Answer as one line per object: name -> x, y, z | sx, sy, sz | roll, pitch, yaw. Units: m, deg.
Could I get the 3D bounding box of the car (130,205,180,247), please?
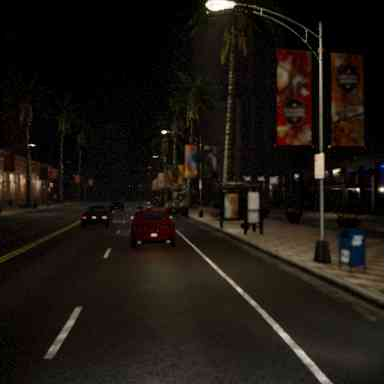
car -> -1.884, 1.585, 15.750 | 1.882, 1.535, 5.008 | 0, 0, -8

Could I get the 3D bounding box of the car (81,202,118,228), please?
car -> -6.685, 1.716, 23.839 | 2.033, 1.411, 5.357 | 0, 0, -9

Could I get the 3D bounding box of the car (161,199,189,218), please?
car -> -1.487, 1.697, 32.355 | 2.231, 1.521, 4.892 | 0, 0, -9

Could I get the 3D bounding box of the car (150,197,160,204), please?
car -> -9.335, 2.076, 83.055 | 2.161, 1.482, 4.786 | 0, 0, -9

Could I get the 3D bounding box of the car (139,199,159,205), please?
car -> -4.770, 1.780, 33.957 | 2.033, 1.411, 5.357 | 0, 0, -9

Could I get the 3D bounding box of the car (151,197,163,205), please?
car -> -6.150, 1.769, 61.357 | 2.185, 1.767, 4.553 | 0, 0, -9

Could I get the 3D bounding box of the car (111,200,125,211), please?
car -> -10.056, 1.803, 44.752 | 2.128, 1.511, 4.902 | 0, 0, -9
